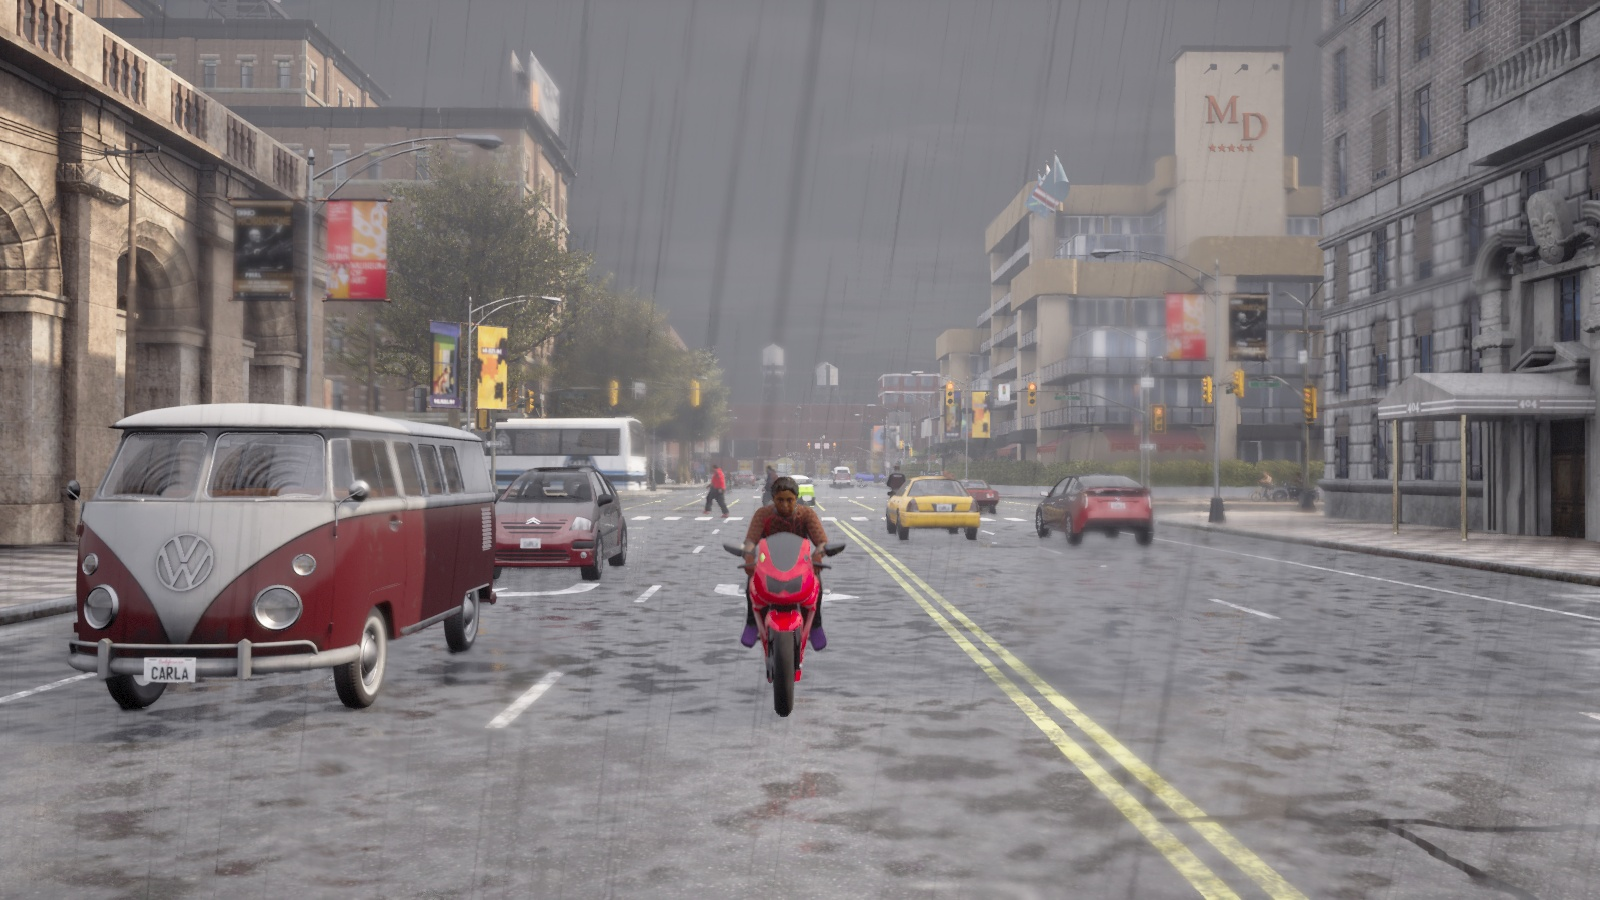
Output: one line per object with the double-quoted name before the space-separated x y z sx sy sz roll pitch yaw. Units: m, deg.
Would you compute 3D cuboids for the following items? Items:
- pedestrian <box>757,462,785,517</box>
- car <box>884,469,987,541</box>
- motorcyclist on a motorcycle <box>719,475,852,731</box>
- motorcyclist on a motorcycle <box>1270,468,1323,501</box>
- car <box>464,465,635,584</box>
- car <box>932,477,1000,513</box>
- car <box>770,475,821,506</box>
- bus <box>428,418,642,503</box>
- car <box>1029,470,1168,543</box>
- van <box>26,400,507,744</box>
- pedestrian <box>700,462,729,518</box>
"pedestrian" -0.968 1.315 41.921 0.899 1.844 0.634 0 -1 0
"car" 3.145 1.246 30.142 1.801 1.575 5.366 0 -1 -1
"motorcyclist on a motorcycle" -0.098 0.941 8.587 0.797 1.523 2.044 0 -1 0
"motorcyclist on a motorcycle" 24.891 1.721 62.998 2.350 1.649 0.766 0 -1 -1
"car" -3.690 1.049 19.162 1.851 1.617 3.988 0 -1 -1
"car" 6.305 1.695 48.090 1.895 1.301 4.718 0 -1 -1
"car" -0.209 1.836 57.631 1.481 1.376 2.207 0 -1 -27
"bus" -13.854 0.601 66.107 10.273 4.253 3.944 0 -1 9
"car" 6.674 1.213 28.579 2.007 1.525 4.514 0 -1 -1
"van" -3.607 0.741 9.502 1.775 1.987 4.442 0 -1 -1
"pedestrian" -2.827 1.327 41.790 0.899 1.844 0.634 0 -1 2
